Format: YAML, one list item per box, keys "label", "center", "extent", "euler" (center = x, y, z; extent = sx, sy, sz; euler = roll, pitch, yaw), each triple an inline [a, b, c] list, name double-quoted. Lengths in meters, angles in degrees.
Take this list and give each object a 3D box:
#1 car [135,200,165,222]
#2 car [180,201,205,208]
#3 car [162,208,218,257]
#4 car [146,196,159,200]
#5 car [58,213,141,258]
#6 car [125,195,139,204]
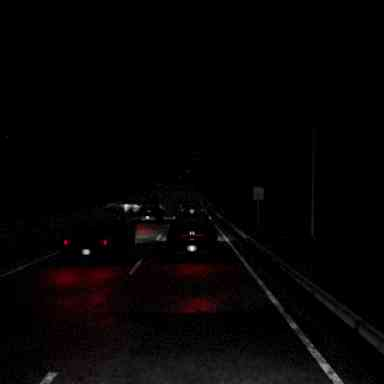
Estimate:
- label: "car"
  center: [-3.492, 1.743, 28.540]
  extent: [1.837, 1.490, 4.892]
  euler: [0, 0, 0]
- label: "car"
  center: [0.007, 1.586, 28.410]
  extent: [2.097, 1.767, 4.553]
  euler: [0, -1, 0]
- label: "car"
  center: [0.013, 1.620, 13.518]
  extent: [1.837, 1.490, 4.892]
  euler: [0, 0, 0]
- label: "car"
  center: [-7.076, 1.368, 59.083]
  extent: [1.895, 1.301, 4.718]
  euler: [0, 2, 1]
- label: "car"
  center: [-3.490, 1.711, 13.239]
  extent: [1.895, 1.301, 4.718]
  euler: [0, 0, 0]
- label: "car"
  center: [-10.577, 1.247, 59.033]
  extent: [1.882, 1.535, 5.008]
  euler: [0, 2, 0]
